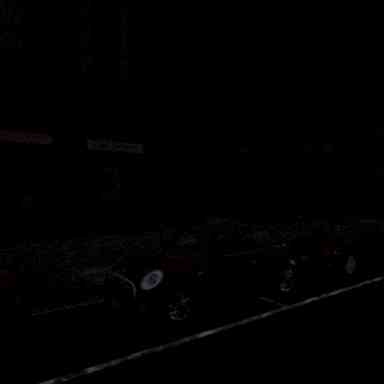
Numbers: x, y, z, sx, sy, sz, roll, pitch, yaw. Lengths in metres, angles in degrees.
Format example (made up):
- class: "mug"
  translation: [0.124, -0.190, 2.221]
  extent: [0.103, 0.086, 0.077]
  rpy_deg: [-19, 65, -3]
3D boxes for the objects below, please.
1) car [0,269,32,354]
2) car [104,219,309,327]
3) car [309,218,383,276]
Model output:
- class: "car"
  translation: [-4.292, 1.550, 3.694]
  extent: [4.507, 1.381, 1.887]
  rpy_deg: [0, 1, -35]
- class: "car"
  translation: [0.287, 1.427, 6.959]
  extent: [4.097, 1.590, 1.967]
  rpy_deg: [0, 1, -35]
- class: "car"
  translation: [4.866, 1.512, 10.226]
  extent: [4.507, 1.381, 1.887]
  rpy_deg: [0, 1, -35]
